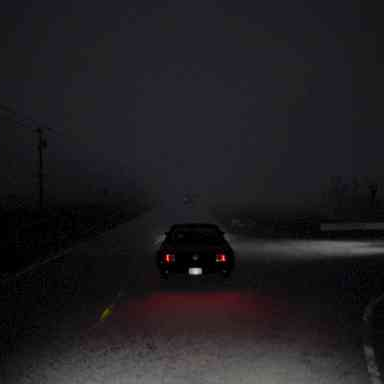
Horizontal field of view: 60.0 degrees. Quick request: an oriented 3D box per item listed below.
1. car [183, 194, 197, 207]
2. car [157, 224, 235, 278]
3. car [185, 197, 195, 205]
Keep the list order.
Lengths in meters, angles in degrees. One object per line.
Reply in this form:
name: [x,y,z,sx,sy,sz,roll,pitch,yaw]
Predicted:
car: [-0.290,1.392,55.375,2.150,2.045,5.566,0,0,-1]
car: [0.089,1.608,10.127,1.895,1.301,4.718,0,0,0]
car: [-0.402,1.709,65.902,1.837,1.490,4.892,0,0,-1]
